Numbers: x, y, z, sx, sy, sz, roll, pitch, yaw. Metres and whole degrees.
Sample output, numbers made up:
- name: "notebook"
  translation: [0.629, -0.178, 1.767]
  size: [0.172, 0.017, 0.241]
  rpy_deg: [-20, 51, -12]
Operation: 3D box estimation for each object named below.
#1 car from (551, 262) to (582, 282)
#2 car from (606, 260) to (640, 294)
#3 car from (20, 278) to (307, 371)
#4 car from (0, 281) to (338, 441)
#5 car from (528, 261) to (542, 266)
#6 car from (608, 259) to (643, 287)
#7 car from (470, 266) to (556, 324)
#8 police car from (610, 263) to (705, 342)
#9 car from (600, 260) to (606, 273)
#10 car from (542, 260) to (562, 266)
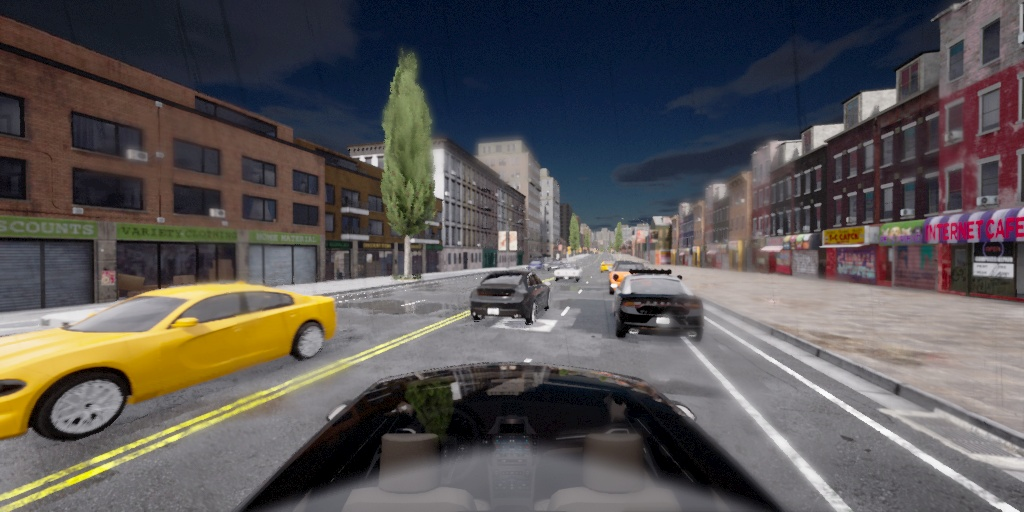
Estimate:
- name: "car"
  translation: [4.704, 1.361, 29.326]
  size: [1.895, 1.301, 4.718]
  rpy_deg: [0, 0, 15]
- name: "car"
  translation: [6.400, 1.097, 19.637]
  size: [2.097, 1.767, 4.553]
  rpy_deg: [0, 0, 15]
- name: "car"
  translation: [-7.687, 1.348, 8.752]
  size: [1.895, 1.301, 4.718]
  rpy_deg: [0, 0, 15]
- name: "car"
  translation: [-5.126, 1.226, 5.730]
  size: [1.882, 1.535, 5.008]
  rpy_deg: [0, 0, 15]
- name: "car"
  translation: [3.487, 1.391, 50.870]
  size: [1.812, 1.442, 4.674]
  rpy_deg: [0, 0, 15]
- name: "car"
  translation: [7.939, 1.105, 25.437]
  size: [2.097, 1.767, 4.553]
  rpy_deg: [0, 0, 15]
- name: "car"
  translation: [0.119, 1.250, 12.057]
  size: [1.837, 1.490, 4.892]
  rpy_deg: [0, 0, 15]
- name: "police car"
  translation: [3.870, 1.172, 10.105]
  size: [1.930, 1.638, 5.238]
  rpy_deg: [0, 0, 15]
- name: "car"
  translation: [12.241, 1.321, 45.352]
  size: [1.882, 1.535, 5.008]
  rpy_deg: [0, 0, 15]
- name: "car"
  translation: [5.756, 1.332, 46.724]
  size: [2.128, 1.511, 4.902]
  rpy_deg: [0, 0, 15]
